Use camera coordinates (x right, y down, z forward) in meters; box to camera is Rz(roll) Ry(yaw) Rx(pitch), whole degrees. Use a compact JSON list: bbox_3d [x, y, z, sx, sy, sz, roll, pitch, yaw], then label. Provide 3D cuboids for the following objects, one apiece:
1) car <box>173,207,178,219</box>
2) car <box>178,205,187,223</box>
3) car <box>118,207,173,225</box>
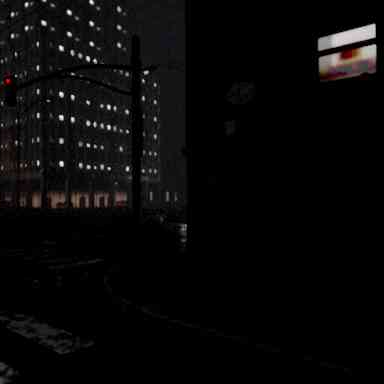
[{"bbox_3d":[-0.648,1.931,30.740,2.008,1.369,4.403,-1,-2,35],"label":"car"},{"bbox_3d":[1.125,1.878,28.516,1.812,1.442,4.674,0,-1,35],"label":"car"},{"bbox_3d":[-3.856,1.850,26.187,2.008,1.369,4.403,-1,-2,35],"label":"car"}]
